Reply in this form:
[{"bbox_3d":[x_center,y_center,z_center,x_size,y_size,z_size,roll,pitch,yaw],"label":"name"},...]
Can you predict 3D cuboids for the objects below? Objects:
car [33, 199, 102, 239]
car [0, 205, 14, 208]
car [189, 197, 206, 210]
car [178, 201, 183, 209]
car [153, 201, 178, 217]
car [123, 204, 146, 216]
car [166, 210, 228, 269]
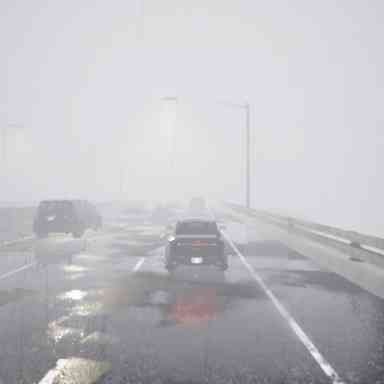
[{"bbox_3d":[-6.790,1.398,18.701,2.150,2.045,5.566,0,0,1],"label":"car"},{"bbox_3d":[-17.246,1.883,29.746,1.895,1.301,4.718,0,-1,1],"label":"car"},{"bbox_3d":[0.765,1.690,47.474,2.150,2.045,5.566,0,-1,2],"label":"car"},{"bbox_3d":[-2.525,2.107,54.155,1.994,1.385,4.181,0,-1,2],"label":"car"},{"bbox_3d":[-3.016,1.894,35.928,2.033,1.411,5.357,0,-1,1],"label":"car"},{"bbox_3d":[-6.469,1.968,37.961,1.895,1.301,4.718,0,-1,1],"label":"car"},{"bbox_3d":[0.147,1.614,11.497,1.837,1.490,4.892,0,0,0],"label":"car"}]
